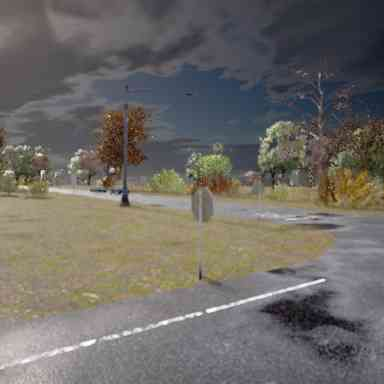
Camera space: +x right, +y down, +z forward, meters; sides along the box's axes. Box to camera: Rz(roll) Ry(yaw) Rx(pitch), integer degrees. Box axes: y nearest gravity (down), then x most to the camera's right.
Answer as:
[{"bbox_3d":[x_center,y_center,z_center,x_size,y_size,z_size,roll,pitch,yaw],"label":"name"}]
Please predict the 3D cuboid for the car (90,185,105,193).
[{"bbox_3d":[-17.031,-0.560,60.258,1.994,1.385,4.181,0,2,-36],"label":"car"}]

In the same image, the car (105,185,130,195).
[{"bbox_3d":[-11.451,-0.311,52.454,1.837,1.490,4.892,0,2,-36],"label":"car"}]
